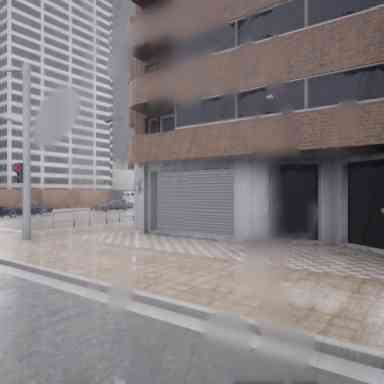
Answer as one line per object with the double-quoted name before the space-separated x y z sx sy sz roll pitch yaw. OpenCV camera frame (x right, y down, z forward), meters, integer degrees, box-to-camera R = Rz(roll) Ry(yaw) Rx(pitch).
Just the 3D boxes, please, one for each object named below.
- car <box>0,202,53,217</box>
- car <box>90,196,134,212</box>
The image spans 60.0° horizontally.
"car" -15.582 1.601 31.009 1.895 1.301 4.718 0 0 36
"car" -9.423 1.547 39.464 2.033 1.411 5.357 0 0 36
